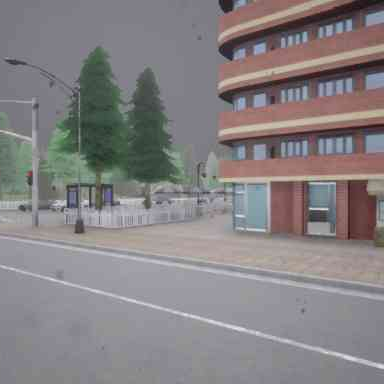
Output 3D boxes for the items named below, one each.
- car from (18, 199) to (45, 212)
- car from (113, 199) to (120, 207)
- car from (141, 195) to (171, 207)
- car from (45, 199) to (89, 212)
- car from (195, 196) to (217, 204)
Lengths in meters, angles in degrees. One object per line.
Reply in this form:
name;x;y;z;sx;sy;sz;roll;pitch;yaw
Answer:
car;-17.526;1.508;38.123;1.994;1.385;4.181;0;0;36
car;-12.076;1.470;45.671;1.812;1.442;4.674;0;0;37
car;-5.227;1.300;48.772;2.097;1.767;4.553;0;0;41
car;-13.608;1.470;37.611;1.812;1.442;4.674;0;0;36
car;2.613;1.470;60.480;4.674;1.442;1.812;0;0;-32
